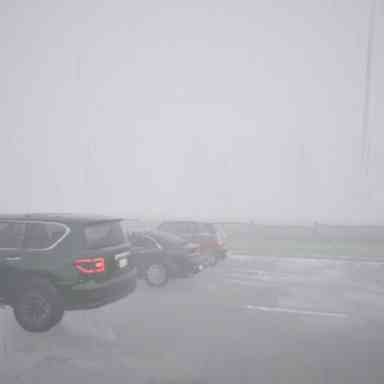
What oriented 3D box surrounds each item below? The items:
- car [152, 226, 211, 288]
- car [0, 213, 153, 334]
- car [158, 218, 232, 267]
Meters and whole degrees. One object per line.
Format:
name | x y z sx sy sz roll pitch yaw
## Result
car | -2.091 1.912 10.297 4.892 1.490 1.837 1 -2 14
car | -3.934 1.468 7.174 5.566 2.045 2.150 0 -2 14
car | -0.731 1.914 13.565 4.553 1.767 2.097 0 -2 14
